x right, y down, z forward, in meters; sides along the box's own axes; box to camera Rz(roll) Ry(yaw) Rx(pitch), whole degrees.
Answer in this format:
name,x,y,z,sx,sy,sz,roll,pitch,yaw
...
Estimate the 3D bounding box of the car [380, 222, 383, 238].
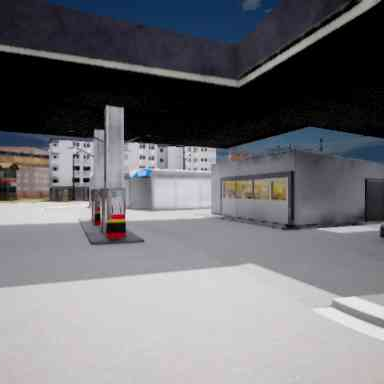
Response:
name,x,y,z,sx,sy,sz,roll,pitch,yaw
car,10.089,1.421,13.912,3.806,1.475,1.970,0,0,-2
